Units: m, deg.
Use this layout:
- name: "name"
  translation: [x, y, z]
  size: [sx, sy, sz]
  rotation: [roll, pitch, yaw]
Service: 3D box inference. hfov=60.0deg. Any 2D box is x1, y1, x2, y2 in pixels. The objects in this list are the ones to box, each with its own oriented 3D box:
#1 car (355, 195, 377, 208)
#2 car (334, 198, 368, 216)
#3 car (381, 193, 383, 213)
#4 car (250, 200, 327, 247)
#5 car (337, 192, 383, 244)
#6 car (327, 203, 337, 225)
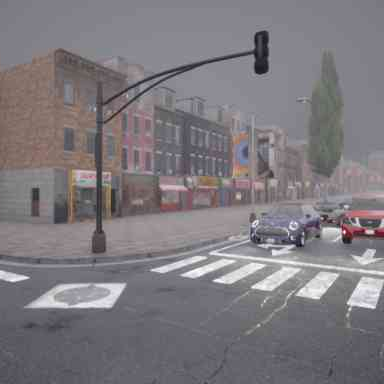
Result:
- name: "car"
  translation: [21.363, 1.114, 40.738]
  size: [1.837, 1.490, 4.892]
  rotation: [0, 1, 34]
- name: "car"
  translation: [14.730, 1.298, 30.661]
  size: [2.033, 1.411, 5.357]
  rotation: [0, 1, 34]
- name: "car"
  translation: [19.641, 1.056, 32.186]
  size: [2.097, 1.767, 4.553]
  rotation: [0, 1, 34]
- name: "car"
  translation: [4.305, 1.297, 14.856]
  size: [2.097, 1.767, 4.553]
  rotation: [0, 0, 33]
- name: "car"
  translation: [8.265, 1.150, 14.979]
  size: [2.150, 2.045, 5.566]
  rotation: [0, 0, 33]
- name: "car"
  translation: [9.031, 1.433, 22.043]
  size: [1.994, 1.385, 4.181]
  rotation: [0, 1, 34]
